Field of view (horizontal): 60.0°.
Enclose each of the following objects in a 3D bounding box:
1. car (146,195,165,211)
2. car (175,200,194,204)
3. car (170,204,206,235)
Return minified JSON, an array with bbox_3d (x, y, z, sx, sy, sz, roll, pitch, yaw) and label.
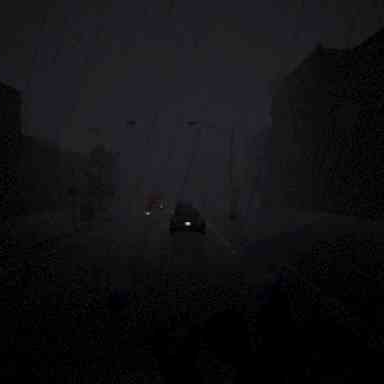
[{"bbox_3d":[-4.800,1.390,43.952,2.150,2.045,5.566,0,-1,-2],"label":"car"},{"bbox_3d":[-0.849,1.616,36.291,1.882,1.535,5.008,0,0,-2],"label":"car"},{"bbox_3d":[-0.282,1.637,19.431,1.994,1.385,4.181,0,0,-2],"label":"car"}]
